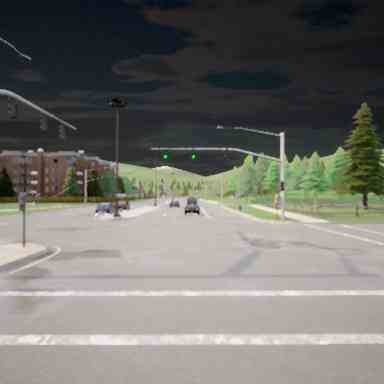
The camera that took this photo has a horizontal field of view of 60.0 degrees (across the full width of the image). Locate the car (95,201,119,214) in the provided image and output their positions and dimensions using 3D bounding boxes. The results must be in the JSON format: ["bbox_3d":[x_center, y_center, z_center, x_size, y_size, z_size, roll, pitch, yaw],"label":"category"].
[{"bbox_3d":[-11.564,2.090,44.686,1.812,1.442,4.674,0,-1,0],"label":"car"}]

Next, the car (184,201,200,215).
[{"bbox_3d":[0.016,2.125,41.475,1.895,1.301,4.718,0,-1,0],"label":"car"}]

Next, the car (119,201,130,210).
[{"bbox_3d":[-11.537,2.172,55.037,1.882,1.535,5.008,0,-1,0],"label":"car"}]

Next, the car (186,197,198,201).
[{"bbox_3d":[0.025,2.065,66.913,2.150,2.045,5.566,0,-1,0],"label":"car"}]

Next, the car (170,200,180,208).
[{"bbox_3d":[-3.475,2.335,66.880,2.128,1.511,4.902,0,-1,0],"label":"car"}]
